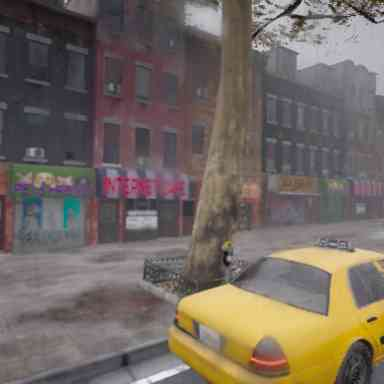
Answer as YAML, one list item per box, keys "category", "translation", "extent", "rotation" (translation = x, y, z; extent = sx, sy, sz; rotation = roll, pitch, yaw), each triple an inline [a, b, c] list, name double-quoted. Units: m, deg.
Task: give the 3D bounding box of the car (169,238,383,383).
- category: "car"
  translation: [2.264, 1.457, 4.900]
  extent: [5.366, 1.575, 1.801]
  rotation: [0, 0, -35]
